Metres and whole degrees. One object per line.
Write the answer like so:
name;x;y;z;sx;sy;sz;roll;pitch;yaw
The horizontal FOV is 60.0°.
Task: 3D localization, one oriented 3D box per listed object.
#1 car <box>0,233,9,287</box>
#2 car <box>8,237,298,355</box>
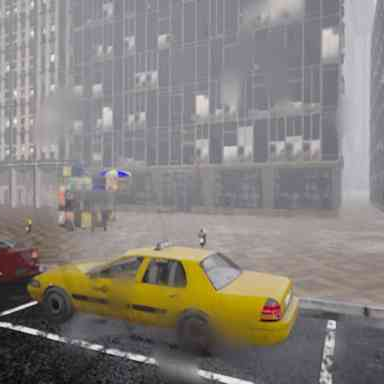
car;-5.576;1.576;8.041;4.206;1.307;1.802;0;0;25
car;-0.710;1.522;5.800;4.829;1.417;1.752;0;0;25
